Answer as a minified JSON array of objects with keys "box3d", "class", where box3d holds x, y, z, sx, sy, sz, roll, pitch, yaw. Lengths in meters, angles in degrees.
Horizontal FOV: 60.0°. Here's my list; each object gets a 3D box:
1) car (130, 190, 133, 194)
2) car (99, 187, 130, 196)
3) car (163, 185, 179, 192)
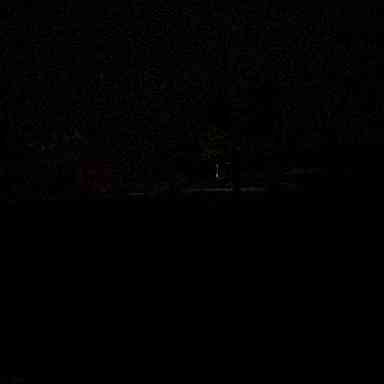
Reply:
[{"box3d":[-13.376,-0.180,62.531,1.895,1.301,4.718,0,2,36],"class":"car"},{"box3d":[-13.651,-0.127,57.338,2.128,1.511,4.902,0,2,35],"class":"car"},{"box3d":[-4.515,-0.776,70.195,1.994,1.385,4.181,0,2,35],"class":"car"}]
